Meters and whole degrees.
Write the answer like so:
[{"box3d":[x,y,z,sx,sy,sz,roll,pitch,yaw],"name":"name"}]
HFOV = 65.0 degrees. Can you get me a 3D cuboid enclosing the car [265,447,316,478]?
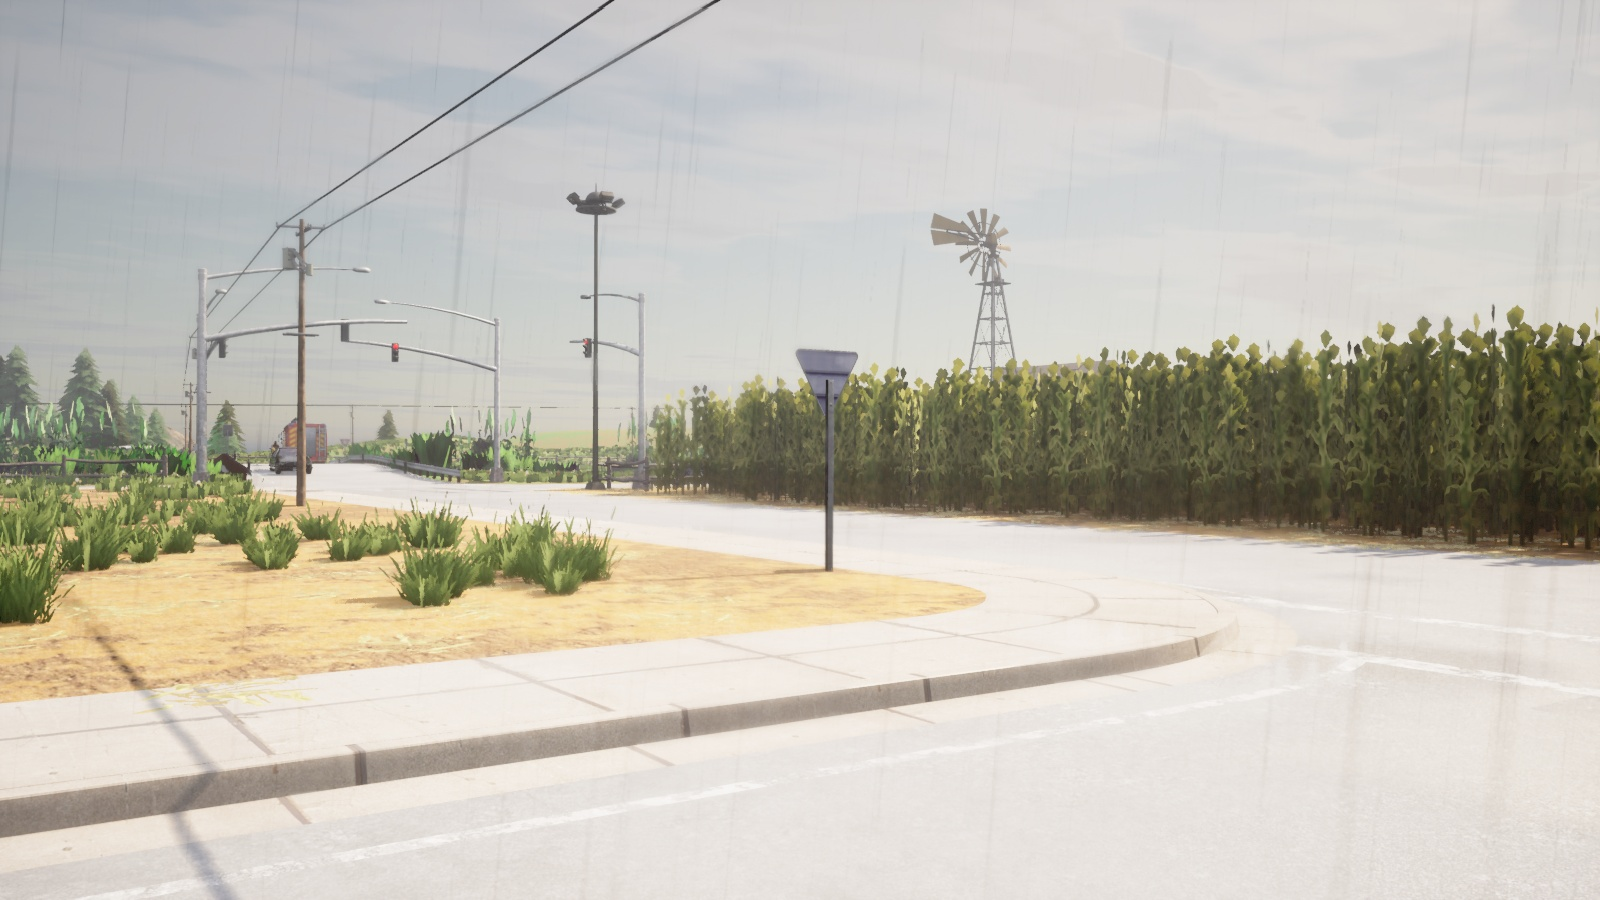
[{"box3d":[-28.228,0.655,69.513,2.033,1.411,5.357,0,3,-28],"name":"car"}]
